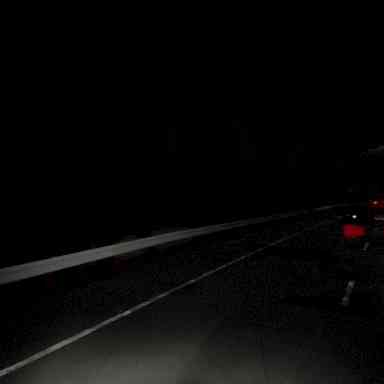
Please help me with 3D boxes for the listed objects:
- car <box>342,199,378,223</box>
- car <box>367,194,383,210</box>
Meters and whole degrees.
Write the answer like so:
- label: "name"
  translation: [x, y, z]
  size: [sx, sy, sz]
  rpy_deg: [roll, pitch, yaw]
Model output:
- label: "car"
  translation: [12.917, 1.504, 25.699]
  size: [1.837, 1.490, 4.892]
  rpy_deg: [0, 0, 34]
- label: "car"
  translation: [20.895, 1.222, 37.297]
  size: [2.150, 2.045, 5.566]
  rpy_deg: [0, 0, 35]
